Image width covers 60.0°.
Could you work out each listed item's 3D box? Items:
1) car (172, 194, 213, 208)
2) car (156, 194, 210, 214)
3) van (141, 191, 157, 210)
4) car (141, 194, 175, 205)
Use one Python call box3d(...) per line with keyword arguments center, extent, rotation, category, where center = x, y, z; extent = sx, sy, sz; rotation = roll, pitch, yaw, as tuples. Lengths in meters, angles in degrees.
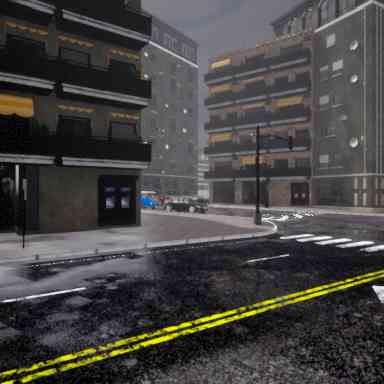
box3d(center=(0.013, 1.042, 39.301), extent=(4.403, 1.369, 2.008), rotation=(1, 0, 37), category="car")
box3d(center=(-0.604, 1.138, 29.301), extent=(4.403, 1.369, 2.008), rotation=(1, 0, 37), category="car")
box3d(center=(-5.024, 0.818, 32.609), extent=(3.998, 1.788, 1.690), rotation=(1, 0, 37), category="van")
box3d(center=(-4.414, 0.962, 42.608), extent=(4.206, 1.307, 1.802), rotation=(1, 0, 37), category="car")
